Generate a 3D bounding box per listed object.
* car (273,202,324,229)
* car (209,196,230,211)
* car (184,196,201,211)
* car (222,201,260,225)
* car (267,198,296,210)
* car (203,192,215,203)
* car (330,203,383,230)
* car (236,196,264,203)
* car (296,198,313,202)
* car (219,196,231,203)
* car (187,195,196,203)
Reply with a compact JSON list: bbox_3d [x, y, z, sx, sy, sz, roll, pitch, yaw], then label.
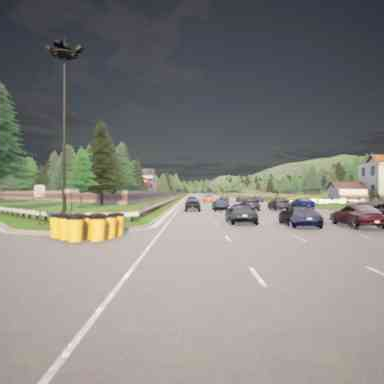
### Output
[{"bbox_3d":[7.089,1.575,22.059,1.994,1.385,4.181,0,0,0],"label":"car"},{"bbox_3d":[3.579,1.584,41.575,1.994,1.385,4.181,0,0,0],"label":"car"},{"bbox_3d":[0.081,1.524,40.825,1.837,1.490,4.892,0,0,0],"label":"car"},{"bbox_3d":[3.588,1.576,24.480,1.994,1.385,4.181,0,0,0],"label":"car"},{"bbox_3d":[10.580,1.512,40.754,2.128,1.511,4.902,0,0,0],"label":"car"},{"bbox_3d":[3.465,1.388,70.766,2.097,1.767,4.553,0,0,0],"label":"car"},{"bbox_3d":[10.576,1.537,21.299,1.812,1.442,4.674,0,0,0],"label":"car"},{"bbox_3d":[7.080,1.511,40.751,2.128,1.511,4.902,0,0,0],"label":"car"},{"bbox_3d":[14.079,1.499,42.401,1.882,1.535,5.008,0,0,0],"label":"car"},{"bbox_3d":[6.965,1.559,70.798,2.128,1.511,4.902,0,0,0],"label":"car"},{"bbox_3d":[-0.035,1.510,70.377,1.882,1.535,5.008,0,0,0],"label":"car"}]
